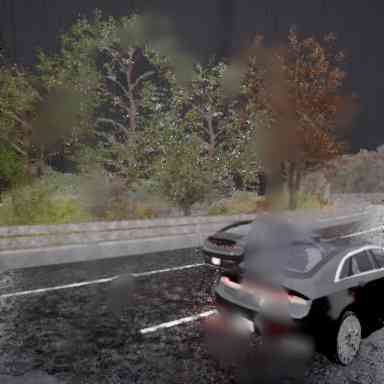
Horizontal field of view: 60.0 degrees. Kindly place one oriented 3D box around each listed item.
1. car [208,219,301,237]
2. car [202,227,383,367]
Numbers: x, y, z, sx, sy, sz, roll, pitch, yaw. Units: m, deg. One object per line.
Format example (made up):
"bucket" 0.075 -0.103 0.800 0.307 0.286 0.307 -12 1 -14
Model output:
"car" 2.498 1.607 10.381 4.892 1.490 1.837 1 0 -40
"car" 2.589 1.555 5.939 4.902 1.511 2.128 1 -1 -39
